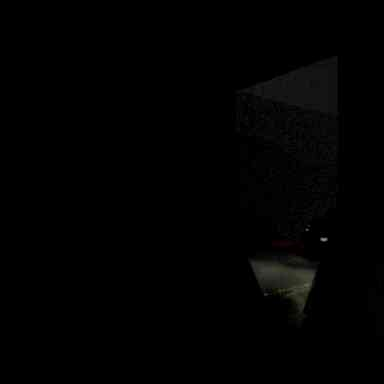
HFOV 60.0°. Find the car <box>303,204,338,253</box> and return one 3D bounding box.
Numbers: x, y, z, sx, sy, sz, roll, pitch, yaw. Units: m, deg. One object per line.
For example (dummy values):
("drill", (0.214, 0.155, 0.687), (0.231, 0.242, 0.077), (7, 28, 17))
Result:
("car", (6.806, 1.318, 13.137), (5.566, 2.045, 2.150), (1, 0, -35))

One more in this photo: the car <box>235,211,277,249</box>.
("car", (1.314, 1.542, 13.521), (5.008, 1.535, 1.882), (1, 0, -35))
